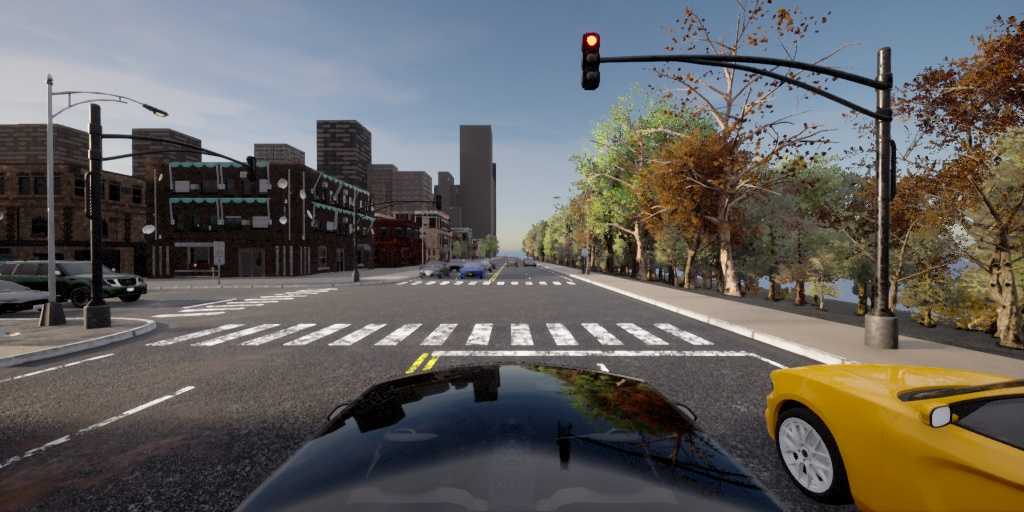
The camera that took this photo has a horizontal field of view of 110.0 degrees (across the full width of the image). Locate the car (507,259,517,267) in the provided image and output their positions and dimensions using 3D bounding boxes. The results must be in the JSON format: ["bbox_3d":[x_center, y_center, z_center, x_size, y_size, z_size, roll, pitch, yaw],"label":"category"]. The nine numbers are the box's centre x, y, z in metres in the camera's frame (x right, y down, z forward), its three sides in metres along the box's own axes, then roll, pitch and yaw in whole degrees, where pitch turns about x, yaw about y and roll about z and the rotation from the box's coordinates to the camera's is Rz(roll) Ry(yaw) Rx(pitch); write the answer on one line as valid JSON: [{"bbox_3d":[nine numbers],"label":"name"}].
[{"bbox_3d":[0.026,1.214,64.928,2.128,1.511,4.902,0,0,0],"label":"car"}]

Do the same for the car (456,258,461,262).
[{"bbox_3d":[-6.636,1.087,43.804,2.097,1.767,4.553,0,0,0],"label":"car"}]

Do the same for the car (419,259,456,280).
[{"bbox_3d":[-6.708,1.234,31.638,2.128,1.511,4.902,0,0,2],"label":"car"}]

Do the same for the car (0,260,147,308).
[{"bbox_3d":[-20.012,1.194,16.183,5.566,2.045,2.150,-1,1,0],"label":"car"}]

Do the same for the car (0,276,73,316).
[{"bbox_3d":[-19.960,1.565,13.482,4.313,1.339,1.948,0,0,0],"label":"car"}]

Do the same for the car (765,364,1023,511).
[{"bbox_3d":[3.351,1.228,1.378,1.882,1.535,5.008,0,0,0],"label":"car"}]

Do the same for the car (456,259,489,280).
[{"bbox_3d":[-3.380,1.219,31.586,1.882,1.535,5.008,0,0,0],"label":"car"}]

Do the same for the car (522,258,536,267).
[{"bbox_3d":[3.272,1.290,64.483,1.994,1.385,4.181,0,0,1],"label":"car"}]

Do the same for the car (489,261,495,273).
[{"bbox_3d":[-3.384,1.261,43.926,1.812,1.442,4.674,0,0,0],"label":"car"}]
